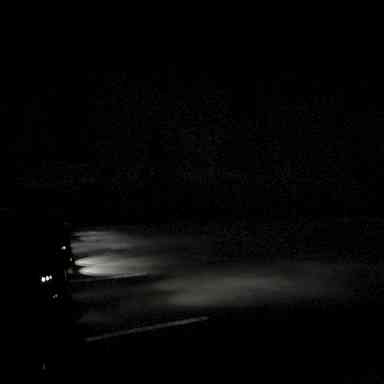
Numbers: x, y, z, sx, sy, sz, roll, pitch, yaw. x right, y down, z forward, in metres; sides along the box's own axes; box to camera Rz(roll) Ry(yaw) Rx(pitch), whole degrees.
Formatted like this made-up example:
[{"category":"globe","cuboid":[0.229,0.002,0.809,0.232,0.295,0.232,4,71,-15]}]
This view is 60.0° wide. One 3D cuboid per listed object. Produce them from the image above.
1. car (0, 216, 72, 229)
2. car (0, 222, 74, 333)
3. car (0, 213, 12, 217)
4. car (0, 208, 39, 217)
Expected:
[{"category":"car","cuboid":[-5.415,1.537,8.935,4.181,1.385,1.994,0,0,-25]},{"category":"car","cuboid":[-4.657,1.472,5.426,4.902,1.511,2.128,0,0,-25]},{"category":"car","cuboid":[-8.882,1.563,11.177,4.718,1.301,1.895,0,0,-25]},{"category":"car","cuboid":[-8.049,1.482,15.447,4.674,1.442,1.812,0,0,-25]}]
